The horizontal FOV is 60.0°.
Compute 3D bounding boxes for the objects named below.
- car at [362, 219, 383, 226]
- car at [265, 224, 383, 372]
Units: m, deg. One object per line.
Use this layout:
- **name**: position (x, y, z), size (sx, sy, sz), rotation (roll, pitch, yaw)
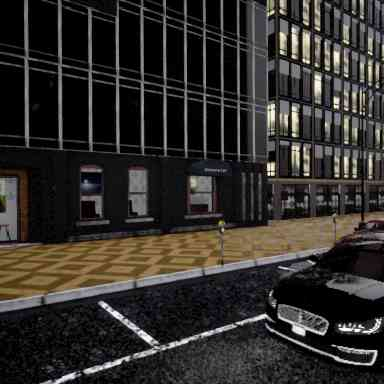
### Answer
- **car**: position (6.584, 1.584, 11.237), size (4.206, 1.307, 1.802), rotation (0, 0, -35)
- **car**: position (3.330, 1.506, 5.619), size (4.892, 1.490, 1.837), rotation (0, 0, -35)
